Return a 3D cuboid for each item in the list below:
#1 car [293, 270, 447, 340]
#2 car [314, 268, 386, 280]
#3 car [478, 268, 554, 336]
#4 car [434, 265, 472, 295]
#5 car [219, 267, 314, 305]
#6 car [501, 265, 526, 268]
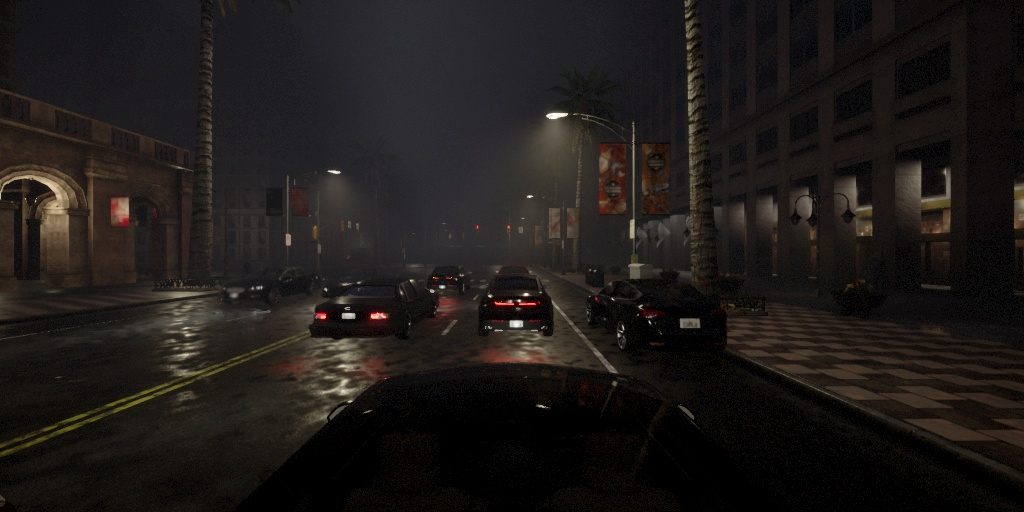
[{"bbox_3d":[-3.399,1.297,9.987,2.033,1.411,5.357,0,0,0],"label":"car"},{"bbox_3d":[-7.049,1.297,17.465,2.033,1.411,5.357,0,0,0],"label":"car"},{"bbox_3d":[0.091,1.254,10.369,1.837,1.490,4.892,0,0,0],"label":"car"},{"bbox_3d":[-3.395,1.255,19.876,1.837,1.490,4.892,0,0,0],"label":"car"},{"bbox_3d":[-10.559,1.243,16.102,2.128,1.511,4.902,0,0,0],"label":"car"},{"bbox_3d":[0.100,1.228,19.819,1.882,1.535,5.008,0,0,0],"label":"car"}]
